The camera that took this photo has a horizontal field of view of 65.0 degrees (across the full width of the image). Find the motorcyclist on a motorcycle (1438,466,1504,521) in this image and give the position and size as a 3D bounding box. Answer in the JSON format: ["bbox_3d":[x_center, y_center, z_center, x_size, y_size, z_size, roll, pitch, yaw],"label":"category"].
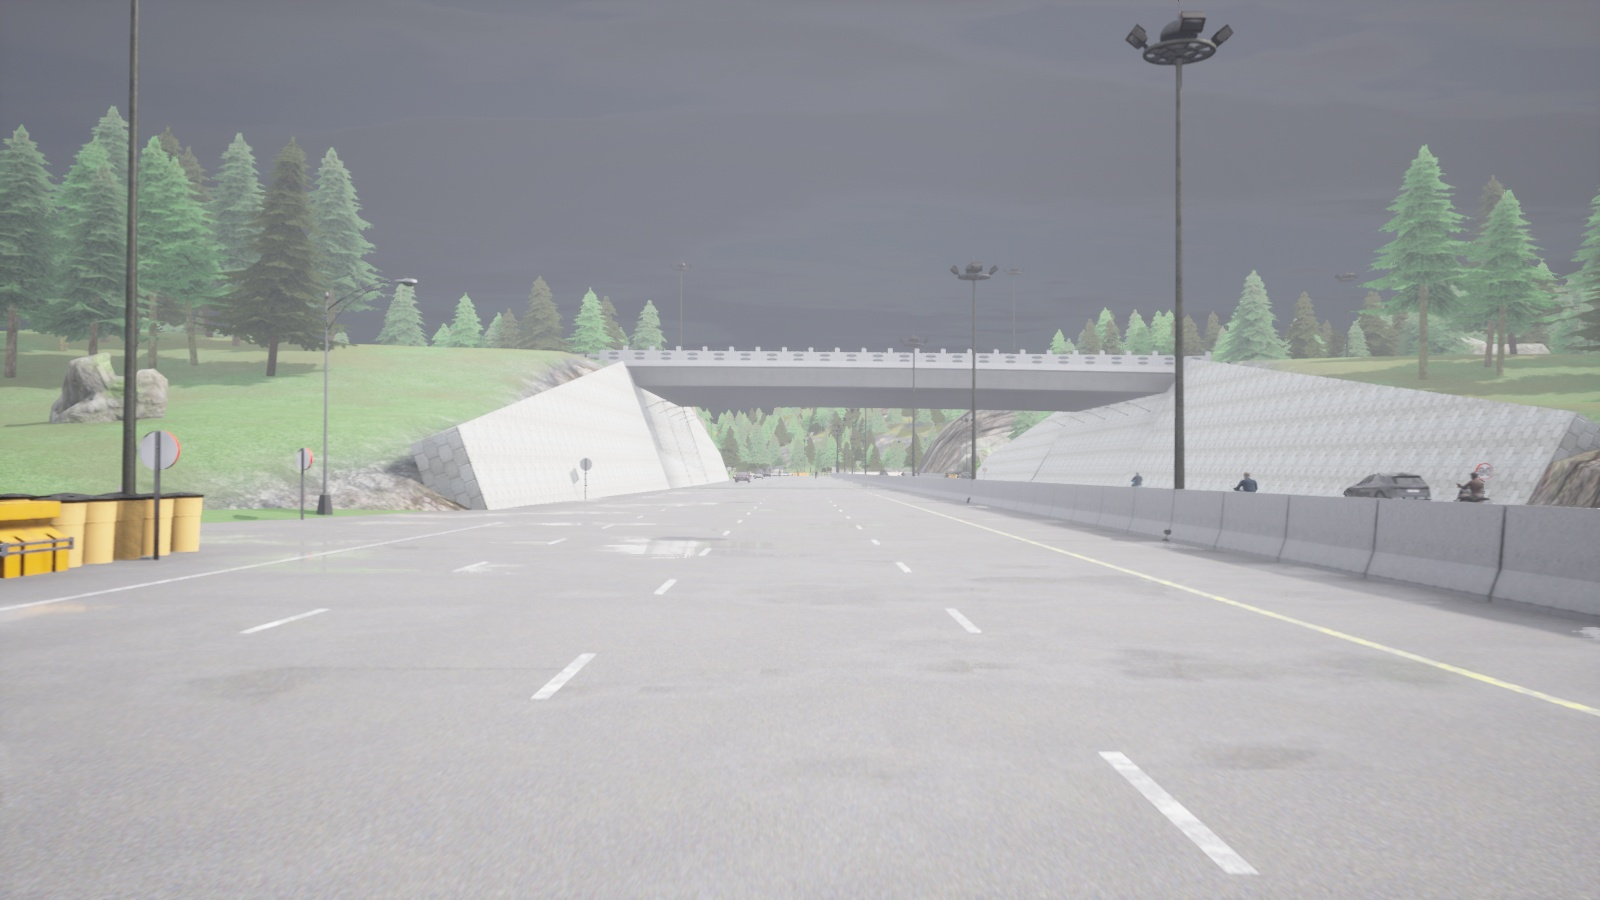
[{"bbox_3d":[20.905,1.338,39.197,0.766,1.649,2.350,0,-1,0],"label":"motorcyclist on a motorcycle"}]

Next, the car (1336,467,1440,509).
[{"bbox_3d":[24.373,1.523,52.270,2.033,1.649,4.856,0,-1,0],"label":"car"}]
